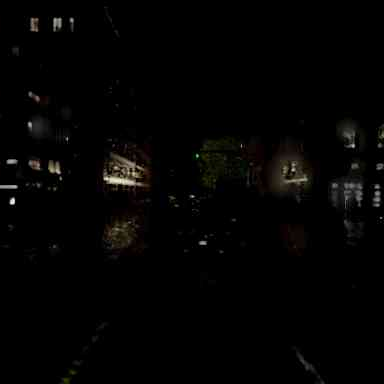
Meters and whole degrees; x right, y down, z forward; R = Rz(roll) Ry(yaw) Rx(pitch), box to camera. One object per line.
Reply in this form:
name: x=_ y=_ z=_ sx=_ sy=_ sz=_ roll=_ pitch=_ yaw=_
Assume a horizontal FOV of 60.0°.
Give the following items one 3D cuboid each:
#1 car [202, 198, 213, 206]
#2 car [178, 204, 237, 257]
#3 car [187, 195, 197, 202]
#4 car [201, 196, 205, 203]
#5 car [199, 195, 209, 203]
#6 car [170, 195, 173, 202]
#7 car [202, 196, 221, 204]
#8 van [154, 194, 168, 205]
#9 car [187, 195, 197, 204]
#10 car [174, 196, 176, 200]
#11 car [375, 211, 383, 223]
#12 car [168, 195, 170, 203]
car: x=2.685 y=1.660 z=58.616 sx=1.802 sy=1.307 sz=4.206 roll=0 pitch=0 yaw=0
car: x=0.702 y=1.482 z=13.163 sx=1.882 sy=1.535 sz=5.008 roll=0 pitch=0 yaw=8
car: x=-0.005 y=1.568 z=78.715 sx=2.128 sy=1.511 sz=4.902 roll=0 pitch=0 yaw=0
car: x=2.686 y=1.495 z=47.222 sx=1.967 sy=1.590 sz=4.097 roll=0 pitch=0 yaw=0
car: x=2.684 y=1.563 z=75.706 sx=1.967 sy=1.590 sz=4.097 roll=0 pitch=0 yaw=0
car: x=-5.697 y=1.421 z=70.011 sx=2.192 sy=1.841 sz=5.009 roll=0 pitch=0 yaw=0
car: x=2.687 y=1.594 z=41.525 sx=2.008 sy=1.369 sz=4.403 roll=0 pitch=0 yaw=0
van: x=-5.696 y=1.419 z=58.617 sx=1.690 sy=1.788 sz=3.998 roll=0 pitch=0 yaw=0
car: x=-0.004 y=1.661 z=68.707 sx=1.994 sy=1.385 sz=4.181 roll=0 pitch=0 yaw=0
car: x=-5.697 y=1.691 z=81.403 sx=2.008 sy=1.369 sz=4.403 roll=0 pitch=0 yaw=0
car: x=15.518 y=1.648 z=23.828 sx=4.181 sy=1.385 sz=1.994 roll=0 pitch=0 yaw=0
car: x=-5.696 y=1.673 z=64.313 sx=1.802 sy=1.307 sz=4.206 roll=0 pitch=0 yaw=0
